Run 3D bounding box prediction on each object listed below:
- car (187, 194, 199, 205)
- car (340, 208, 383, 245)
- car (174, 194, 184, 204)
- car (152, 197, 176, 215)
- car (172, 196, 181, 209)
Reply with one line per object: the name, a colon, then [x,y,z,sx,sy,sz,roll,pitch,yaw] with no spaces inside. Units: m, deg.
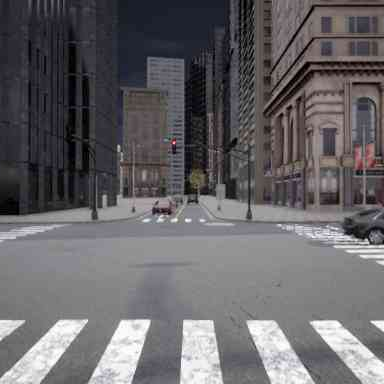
car: [0.150,1.445,64.825,2.150,2.045,5.566,0,0,0]
car: [9.137,1.483,14.546,4.892,1.490,1.837,0,1,6]
car: [-2.950,1.452,69.110,2.150,2.045,5.566,0,0,0]
car: [-3.025,1.576,35.002,1.882,1.535,5.008,0,0,1]
car: [-3.039,1.712,48.579,1.994,1.385,4.181,0,0,0]
